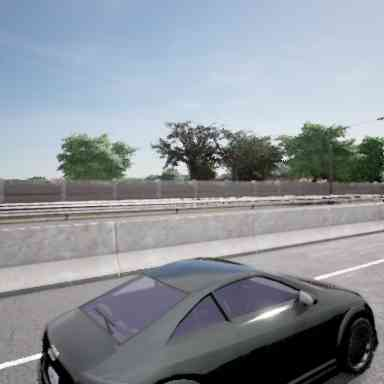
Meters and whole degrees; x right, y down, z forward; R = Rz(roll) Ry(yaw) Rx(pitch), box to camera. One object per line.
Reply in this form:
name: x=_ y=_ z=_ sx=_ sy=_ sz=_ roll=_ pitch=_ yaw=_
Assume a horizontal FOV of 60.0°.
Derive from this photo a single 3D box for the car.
car: x=0.425 y=1.529 z=4.054 sx=4.181 sy=1.385 sz=1.994 roll=-1 pitch=1 yaw=-36
